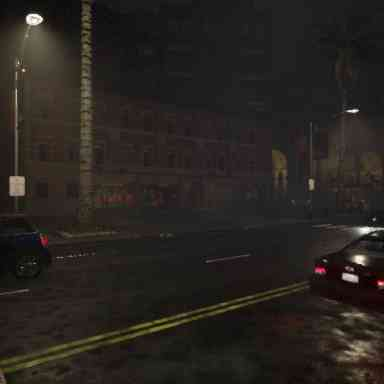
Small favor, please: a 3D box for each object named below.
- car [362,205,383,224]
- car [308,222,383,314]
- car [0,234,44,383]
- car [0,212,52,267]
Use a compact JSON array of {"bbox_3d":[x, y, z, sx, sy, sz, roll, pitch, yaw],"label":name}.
[{"bbox_3d":[13.200,1.571,22.300,4.181,1.385,1.994,0,0,-36],"label":"car"},{"bbox_3d":[4.809,1.550,7.296,5.357,1.411,2.033,0,0,-36],"label":"car"},{"bbox_3d":[-3.246,1.351,1.361,4.553,1.767,2.097,0,0,-36],"label":"car"},{"bbox_3d":[-6.039,1.352,8.250,4.553,1.767,2.097,0,0,-36],"label":"car"}]
